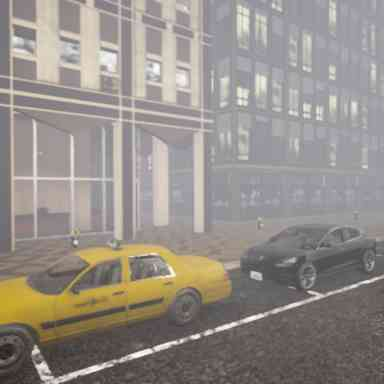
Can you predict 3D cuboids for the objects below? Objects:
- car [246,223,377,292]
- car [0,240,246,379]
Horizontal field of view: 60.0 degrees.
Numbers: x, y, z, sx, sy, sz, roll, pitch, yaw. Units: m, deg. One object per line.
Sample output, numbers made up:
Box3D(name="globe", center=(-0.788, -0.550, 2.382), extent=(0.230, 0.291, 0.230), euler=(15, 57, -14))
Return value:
Box3D(name="car", center=(3.244, 1.527, 8.876), extent=(4.313, 1.339, 1.947), euler=(0, 0, -35))
Box3D(name="car", center=(-1.532, 1.517, 5.470), extent=(4.829, 1.417, 1.752), euler=(0, 0, -35))
